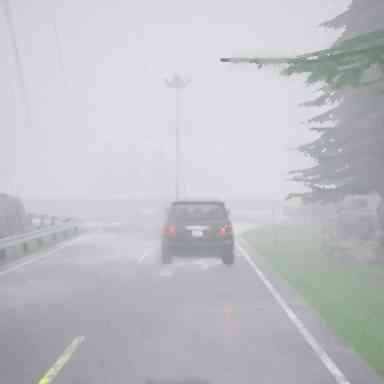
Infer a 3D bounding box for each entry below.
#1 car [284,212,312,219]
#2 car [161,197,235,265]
[{"bbox_3d":[9.821,1.375,26.769,5.008,1.535,1.882,0,0,4],"label":"car"},{"bbox_3d":[0.194,1.176,11.580,2.150,2.045,5.566,0,1,1],"label":"car"}]
